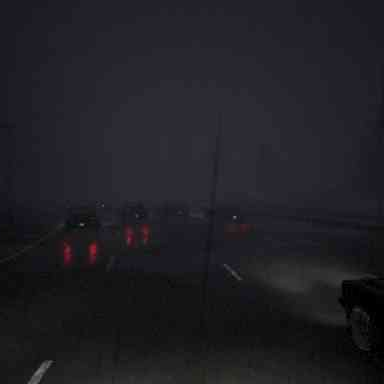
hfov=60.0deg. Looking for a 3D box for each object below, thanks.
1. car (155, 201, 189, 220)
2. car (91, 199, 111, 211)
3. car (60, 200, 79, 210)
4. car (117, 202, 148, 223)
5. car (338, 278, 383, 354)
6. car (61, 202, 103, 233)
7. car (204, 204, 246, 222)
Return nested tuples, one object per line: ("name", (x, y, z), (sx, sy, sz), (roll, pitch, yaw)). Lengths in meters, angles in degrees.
("car", (-1.775, 1.464, 28.094), (1.882, 1.535, 5.008), (0, 0, -20))
("car", (-11.181, 1.575, 40.097), (1.994, 1.385, 4.181), (0, 0, -29))
("car", (-13.567, 1.568, 37.363), (2.033, 1.411, 5.357), (0, 0, -29))
("car", (-4.679, 1.490, 25.783), (2.128, 1.511, 4.902), (0, 0, -19))
("car", (3.331, 1.587, 3.180), (1.895, 1.301, 4.718), (0, 0, -3))
("car", (-6.409, 1.534, 19.751), (1.812, 1.442, 4.674), (0, 0, -15))
("car", (2.488, 1.574, 26.593), (1.895, 1.301, 4.718), (0, 0, -17))
